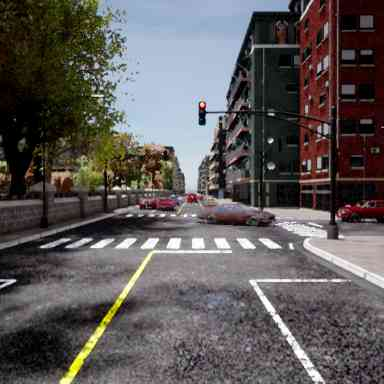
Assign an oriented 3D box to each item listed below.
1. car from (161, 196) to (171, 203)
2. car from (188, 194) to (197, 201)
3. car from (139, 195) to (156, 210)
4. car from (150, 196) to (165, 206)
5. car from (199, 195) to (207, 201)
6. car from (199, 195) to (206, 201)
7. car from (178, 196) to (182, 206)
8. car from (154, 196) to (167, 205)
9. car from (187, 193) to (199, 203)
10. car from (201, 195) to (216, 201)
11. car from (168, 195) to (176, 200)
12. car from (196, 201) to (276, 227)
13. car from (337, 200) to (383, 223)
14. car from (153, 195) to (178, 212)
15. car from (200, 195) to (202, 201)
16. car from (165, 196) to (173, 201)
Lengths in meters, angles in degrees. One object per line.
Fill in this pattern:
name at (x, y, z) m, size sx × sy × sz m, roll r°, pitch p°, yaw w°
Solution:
car at (-5.632, 1.582, 71.571) m, size 1.802 × 1.307 × 4.206 m, roll 0°, pitch 0°, yaw 0°
car at (0.068, 1.271, 79.598) m, size 2.097 × 1.767 × 4.553 m, roll 0°, pitch 0°, yaw 0°
car at (-5.656, 1.305, 43.895) m, size 2.192 × 1.841 × 5.009 m, roll 0°, pitch 0°, yaw 0°
car at (-5.647, 1.433, 54.966) m, size 1.967 × 1.590 × 4.097 m, roll 0°, pitch 0°, yaw 0°
car at (2.757, 1.550, 82.636) m, size 1.887 × 1.381 × 4.507 m, roll 0°, pitch 0°, yaw 0°
car at (2.761, 1.554, 88.171) m, size 1.887 × 1.381 × 4.507 m, roll 0°, pitch 0°, yaw 0°
car at (-3.038, 1.519, 55.267) m, size 1.812 × 1.442 × 4.674 m, roll 0°, pitch 0°, yaw 0°
car at (-5.642, 1.540, 60.501) m, size 1.887 × 1.381 × 4.507 m, roll 0°, pitch 0°, yaw 0°
car at (0.060, 1.220, 69.238) m, size 2.150 × 2.045 × 5.566 m, roll 0°, pitch 0°, yaw 0°
car at (2.730, 1.517, 49.594) m, size 1.752 × 1.417 × 4.829 m, roll 0°, pitch 0°, yaw 0°
car at (-5.614, 1.539, 93.542) m, size 1.752 × 1.417 × 4.829 m, roll 0°, pitch 0°, yaw 0°
car at (2.952, 1.544, 22.905) m, size 5.357 × 1.411 × 2.033 m, roll 0°, pitch 0°, yaw 31°
car at (14.639, 1.579, 27.306) m, size 5.009 × 1.841 × 2.192 m, roll 1°, pitch -1°, yaw 0°
car at (-3.054, 1.467, 39.126) m, size 1.882 × 1.535 × 5.008 m, roll 0°, pitch 0°, yaw 0°
car at (2.734, 1.538, 54.959) m, size 1.887 × 1.381 × 4.507 m, roll 0°, pitch 0°, yaw 0°
car at (-5.623, 1.588, 82.642) m, size 1.802 × 1.307 × 4.206 m, roll 0°, pitch 0°, yaw 0°
